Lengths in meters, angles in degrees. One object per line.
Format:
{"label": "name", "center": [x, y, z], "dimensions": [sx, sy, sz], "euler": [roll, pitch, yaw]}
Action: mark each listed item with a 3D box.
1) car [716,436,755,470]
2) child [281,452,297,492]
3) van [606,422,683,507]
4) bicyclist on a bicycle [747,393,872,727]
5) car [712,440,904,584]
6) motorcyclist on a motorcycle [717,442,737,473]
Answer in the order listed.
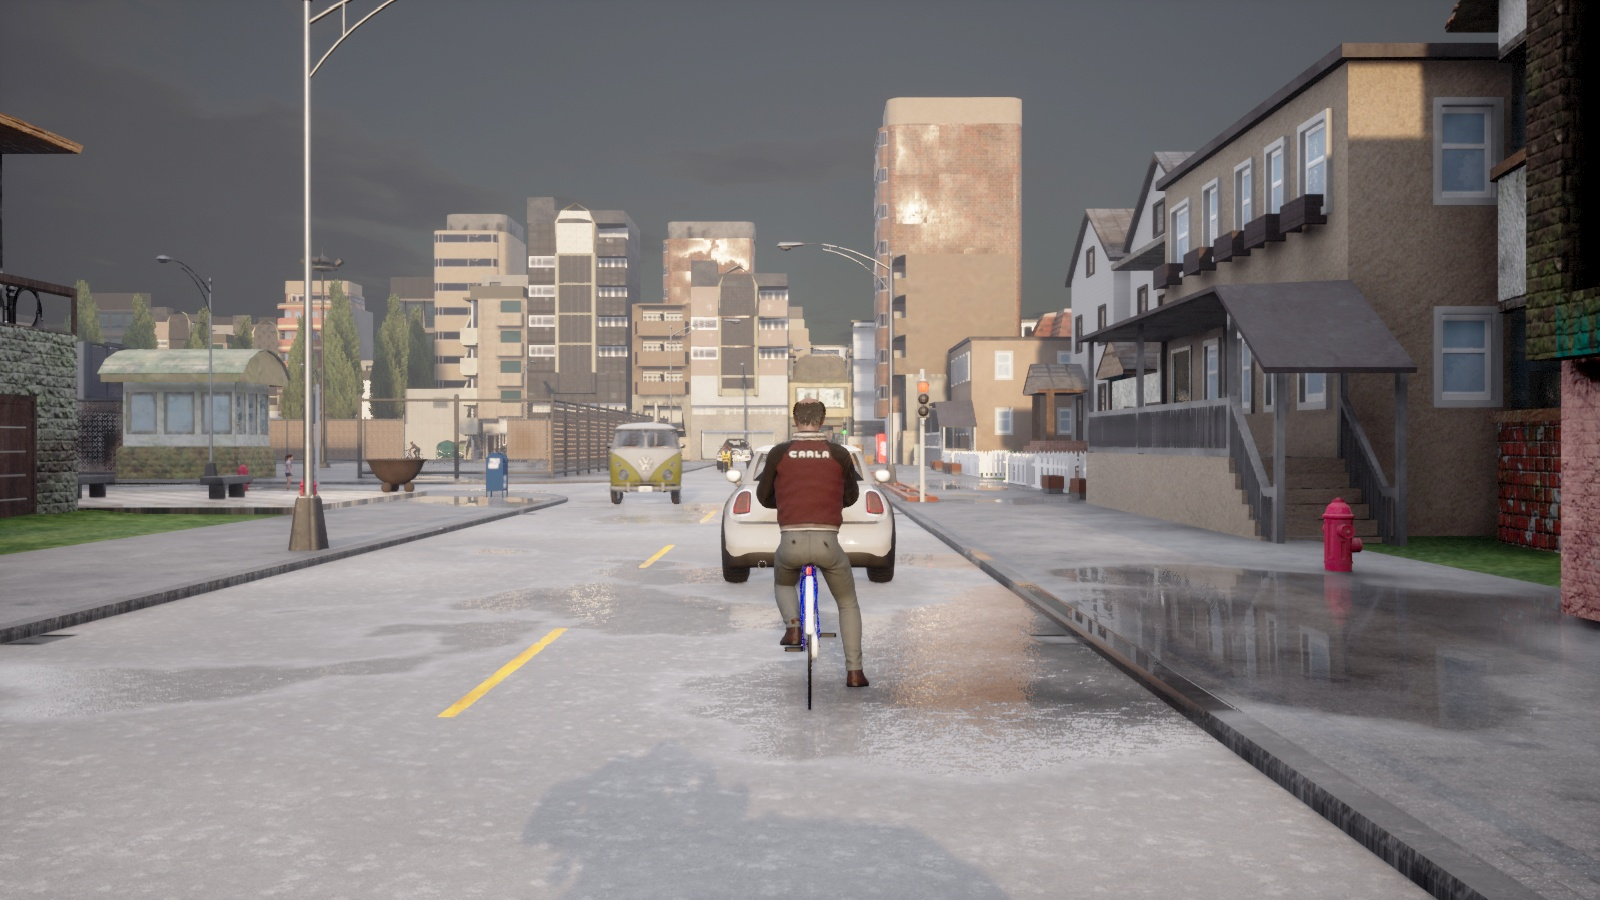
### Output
{"label": "car", "center": [-3.610, 0.161, 70.722], "dimensions": [1.932, 1.855, 4.605], "euler": [0, 0, 1]}
{"label": "child", "center": [-14.515, 0.621, 35.680], "dimensions": [0.394, 1.110, 0.255], "euler": [0, 0, -15]}
{"label": "van", "center": [-3.855, 0.317, 31.637], "dimensions": [1.775, 1.987, 4.442], "euler": [0, 0, -6]}
{"label": "bicyclist on a bicycle", "center": [0.056, 0.574, 7.591], "dimensions": [0.659, 1.776, 1.843], "euler": [0, 1, 0]}
{"label": "car", "center": [0.093, 0.628, 14.787], "dimensions": [1.970, 1.475, 3.806], "euler": [0, 0, 0]}
{"label": "motorcyclist on a motorcycle", "center": [-3.636, 0.372, 62.667], "dimensions": [0.797, 1.523, 2.044], "euler": [0, 0, 2]}
